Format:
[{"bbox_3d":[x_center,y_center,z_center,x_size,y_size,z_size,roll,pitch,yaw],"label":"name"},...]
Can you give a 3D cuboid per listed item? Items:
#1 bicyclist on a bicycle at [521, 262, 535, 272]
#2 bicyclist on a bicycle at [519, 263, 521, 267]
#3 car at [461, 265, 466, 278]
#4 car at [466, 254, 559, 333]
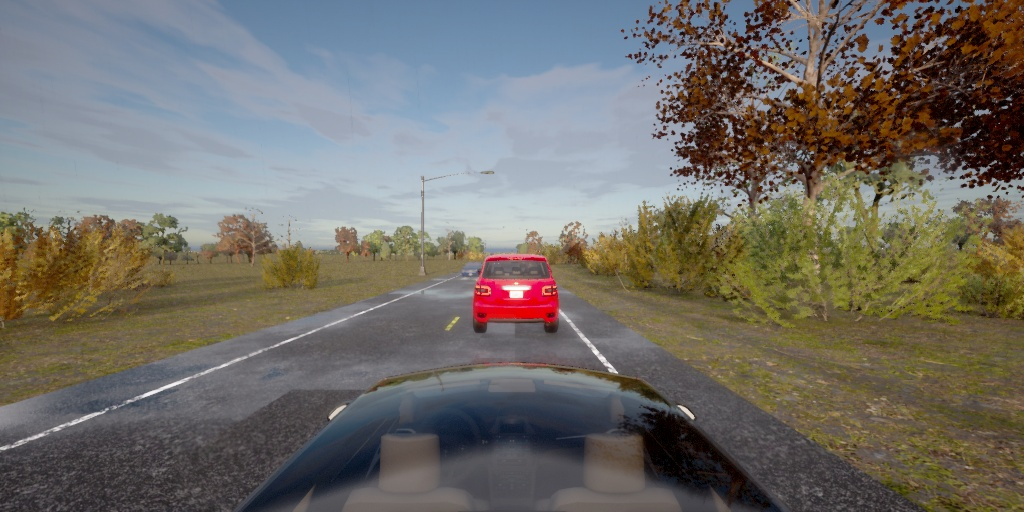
[{"bbox_3d":[0.938,1.114,18.570,0.659,1.776,1.843,0,0,0],"label":"bicyclist on a bicycle"},{"bbox_3d":[0.895,1.110,28.583,0.659,1.776,1.843,0,0,0],"label":"bicyclist on a bicycle"},{"bbox_3d":[-3.711,1.286,34.760,2.033,1.411,5.357,0,0,0],"label":"car"},{"bbox_3d":[0.089,0.968,10.864,2.150,2.045,5.566,0,0,0],"label":"car"}]
